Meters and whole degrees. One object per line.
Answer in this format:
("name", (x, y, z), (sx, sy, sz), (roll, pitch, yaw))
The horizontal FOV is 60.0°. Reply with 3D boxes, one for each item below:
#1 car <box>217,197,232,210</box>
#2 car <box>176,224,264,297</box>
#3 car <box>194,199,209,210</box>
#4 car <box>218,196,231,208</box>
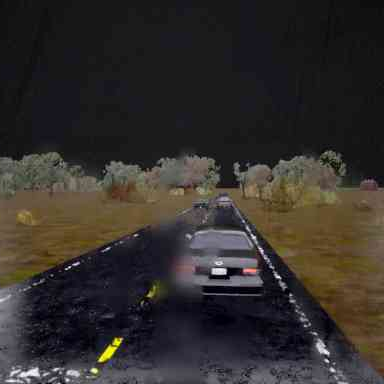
("car", (4.164, 1.488, 42.296), (2.128, 1.511, 4.902), (0, 0, 6))
("car", (0.762, 1.548, 8.785), (2.033, 1.411, 5.357), (0, 0, 6))
("car", (1.289, 1.597, 44.079), (1.895, 1.301, 4.718), (0, 0, 6))
("car", (4.858, 1.470, 49.599), (1.882, 1.535, 5.008), (0, 0, 6))
